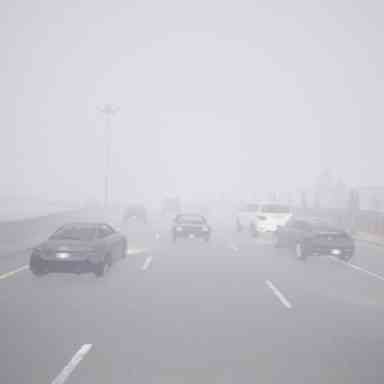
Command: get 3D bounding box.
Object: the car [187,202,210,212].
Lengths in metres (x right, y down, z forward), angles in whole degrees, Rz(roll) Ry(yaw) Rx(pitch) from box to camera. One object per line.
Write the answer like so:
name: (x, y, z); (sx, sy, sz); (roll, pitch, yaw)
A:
car: (0.946, 2.049, 39.741); (1.812, 1.442, 4.674); (2, -1, -7)

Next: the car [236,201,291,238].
car: (4.264, 1.584, 20.257); (2.150, 2.045, 5.566); (2, -1, -6)

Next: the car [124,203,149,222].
car: (-4.793, 1.741, 28.567); (1.837, 1.490, 4.892); (2, -1, -7)

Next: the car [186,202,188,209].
car: (-0.493, 2.176, 50.802); (2.033, 1.411, 5.357); (2, -1, -7)

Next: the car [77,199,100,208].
car: (-14.324, 1.730, 47.324); (2.128, 1.511, 4.902); (2, -1, -7)

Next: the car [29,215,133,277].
car: (-3.293, 1.607, 10.434); (1.994, 1.385, 4.181); (2, -1, -1)

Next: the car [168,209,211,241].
car: (-0.166, 1.821, 18.036); (1.895, 1.301, 4.718); (2, -1, -4)

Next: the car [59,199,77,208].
car: (-18.249, 1.745, 50.657); (1.994, 1.385, 4.181); (2, -1, -7)

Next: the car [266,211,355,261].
car: (4.752, 1.798, 13.639); (1.837, 1.490, 4.892); (2, -1, -2)

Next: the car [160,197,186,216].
car: (-2.385, 1.637, 37.882); (2.150, 2.045, 5.566); (2, -1, -7)

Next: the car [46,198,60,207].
car: (-22.158, 1.688, 53.961); (1.994, 1.385, 4.181); (2, -1, -7)
